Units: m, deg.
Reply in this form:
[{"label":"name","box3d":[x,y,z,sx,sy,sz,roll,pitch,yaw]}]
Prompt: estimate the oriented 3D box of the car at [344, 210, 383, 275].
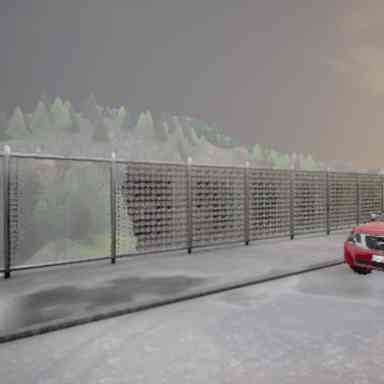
[{"label":"car","box3d":[6.560,1.185,9.224,5.566,2.045,2.150,0,0,-35]}]
